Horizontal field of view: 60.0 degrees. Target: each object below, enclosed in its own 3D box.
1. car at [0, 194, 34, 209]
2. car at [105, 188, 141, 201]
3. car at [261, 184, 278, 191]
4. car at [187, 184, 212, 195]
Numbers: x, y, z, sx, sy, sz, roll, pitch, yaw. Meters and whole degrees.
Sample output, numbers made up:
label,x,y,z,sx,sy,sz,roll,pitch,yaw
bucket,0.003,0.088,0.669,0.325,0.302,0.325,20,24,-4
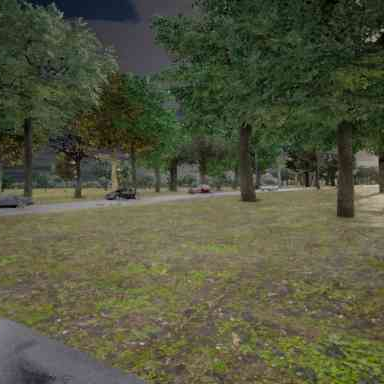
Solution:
label,x,y,z,sx,sy,sz,roll,pitch,yaw
car,-17.111,0.923,29.753,2.033,1.411,5.357,-1,2,38
car,-8.490,0.322,40.961,1.837,1.490,4.892,-1,2,38
car,15.450,-0.862,66.022,1.895,1.301,4.718,-1,2,37
car,1.239,-0.434,53.563,2.097,1.767,4.553,-1,2,38
